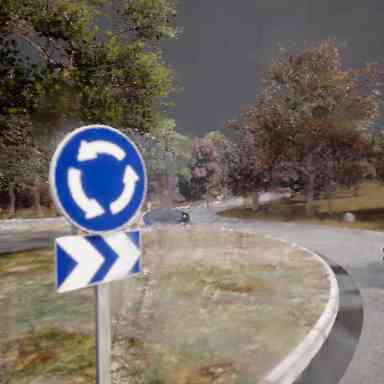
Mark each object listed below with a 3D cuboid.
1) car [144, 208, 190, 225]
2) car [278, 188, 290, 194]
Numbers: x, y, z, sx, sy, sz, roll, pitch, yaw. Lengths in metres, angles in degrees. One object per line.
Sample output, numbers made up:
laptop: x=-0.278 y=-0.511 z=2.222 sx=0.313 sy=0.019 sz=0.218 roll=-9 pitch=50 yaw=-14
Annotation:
car: x=-2.300 y=2.127 z=29.805 sx=4.181 sy=1.385 sz=1.994 roll=-1 pitch=-1 yaw=31
car: x=22.524 y=-0.284 z=82.800 sx=4.718 sy=1.301 sz=1.895 roll=-7 pitch=3 yaw=-45
